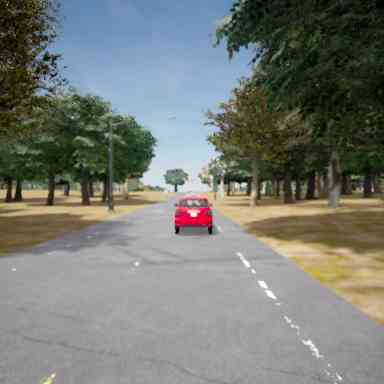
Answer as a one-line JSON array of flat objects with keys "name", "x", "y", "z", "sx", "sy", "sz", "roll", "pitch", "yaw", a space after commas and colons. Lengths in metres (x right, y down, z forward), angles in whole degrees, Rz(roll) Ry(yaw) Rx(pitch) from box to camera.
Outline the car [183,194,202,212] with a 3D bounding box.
[{"name": "car", "x": 0.092, "y": 1.262, "z": 40.189, "sx": 2.150, "sy": 2.045, "sz": 5.566, "roll": 0, "pitch": 0, "yaw": 0}]

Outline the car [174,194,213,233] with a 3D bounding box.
[{"name": "car", "x": 0.096, "y": 1.279, "z": 20.192, "sx": 2.150, "sy": 2.045, "sz": 5.566, "roll": 0, "pitch": 0, "yaw": 0}]
